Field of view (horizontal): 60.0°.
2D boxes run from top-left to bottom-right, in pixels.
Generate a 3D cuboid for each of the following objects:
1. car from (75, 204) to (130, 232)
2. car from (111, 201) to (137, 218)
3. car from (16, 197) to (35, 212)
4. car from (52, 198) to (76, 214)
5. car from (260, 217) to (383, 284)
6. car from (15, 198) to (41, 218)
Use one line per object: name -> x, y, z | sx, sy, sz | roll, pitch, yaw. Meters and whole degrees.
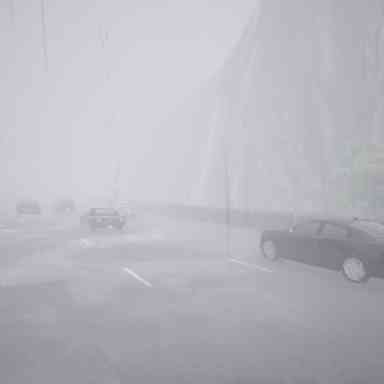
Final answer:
car -> -5.645, 1.618, 20.530 | 1.895, 1.301, 4.718 | 0, 0, -28
car -> -6.247, 1.502, 29.023 | 1.812, 1.442, 4.674 | 0, 0, -28
car -> -19.726, 1.411, 39.277 | 1.812, 1.442, 4.674 | 0, 1, -29
car -> -13.465, 1.439, 35.042 | 1.837, 1.490, 4.892 | 0, 1, -28
car -> 4.093, 1.473, 9.834 | 1.882, 1.535, 5.008 | 0, 0, -28
car -> -15.033, 1.448, 30.576 | 1.882, 1.535, 5.008 | 0, 0, -28
